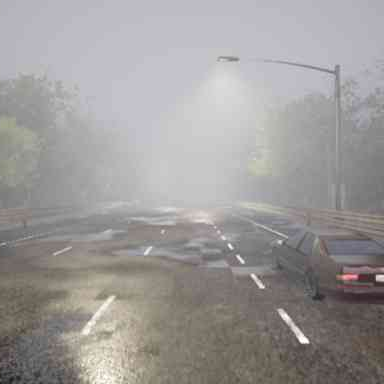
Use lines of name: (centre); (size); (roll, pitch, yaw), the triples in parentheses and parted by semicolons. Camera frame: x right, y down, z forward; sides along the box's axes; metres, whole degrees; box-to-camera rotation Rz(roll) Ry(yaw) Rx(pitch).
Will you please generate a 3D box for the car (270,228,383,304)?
car: (3.476, 1.646, 8.569); (2.033, 1.411, 5.357); (0, -1, 0)
